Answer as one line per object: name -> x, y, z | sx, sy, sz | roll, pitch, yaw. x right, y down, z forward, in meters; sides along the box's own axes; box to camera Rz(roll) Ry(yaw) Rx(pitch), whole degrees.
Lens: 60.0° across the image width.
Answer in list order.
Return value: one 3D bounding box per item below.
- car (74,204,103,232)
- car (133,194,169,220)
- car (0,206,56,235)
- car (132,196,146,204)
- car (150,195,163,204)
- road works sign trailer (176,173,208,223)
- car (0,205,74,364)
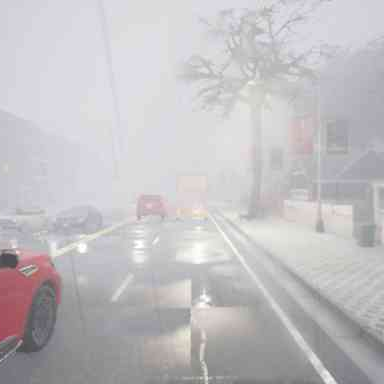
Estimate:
car -> -6.591, 1.472, 19.686 | 1.812, 1.442, 4.674 | 0, 0, 0
car -> -3.149, 1.147, 27.179 | 2.150, 2.045, 5.566 | 0, 0, 0
car -> -9.841, 1.548, 19.307 | 1.895, 1.301, 4.718 | 0, 0, 0
car -> -9.747, 1.442, 61.707 | 1.895, 1.301, 4.718 | 0, 0, 1
car -> -6.506, 1.319, 61.792 | 1.882, 1.535, 5.008 | 0, 0, 1
road works sign trailer -> 0.011, 0.395, 25.109 | 2.380, 3.560, 2.880 | 0, 0, 0
car -> -3.148, 1.213, 2.950 | 2.150, 2.045, 5.566 | 0, 0, 0
